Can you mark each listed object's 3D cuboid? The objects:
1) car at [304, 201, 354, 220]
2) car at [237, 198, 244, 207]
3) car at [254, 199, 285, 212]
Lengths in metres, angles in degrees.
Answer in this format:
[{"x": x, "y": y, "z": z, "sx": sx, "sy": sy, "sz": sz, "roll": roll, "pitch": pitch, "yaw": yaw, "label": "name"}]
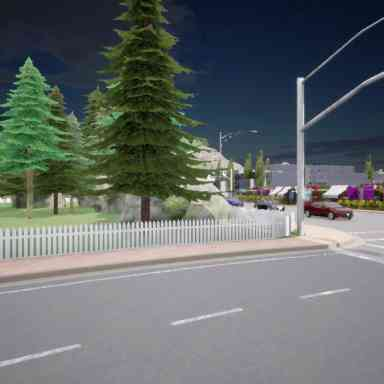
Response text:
[{"x": 11.746, "y": 1.533, "z": 28.966, "sx": 1.882, "sy": 1.535, "sz": 5.008, "roll": 0, "pitch": 0, "yaw": -17, "label": "car"}, {"x": 5.901, "y": 1.533, "z": 48.536, "sx": 1.882, "sy": 1.535, "sz": 5.008, "roll": 0, "pitch": 0, "yaw": -16, "label": "car"}, {"x": 8.890, "y": 1.547, "z": 38.508, "sx": 2.128, "sy": 1.511, "sz": 4.902, "roll": 0, "pitch": 0, "yaw": -17, "label": "car"}]
